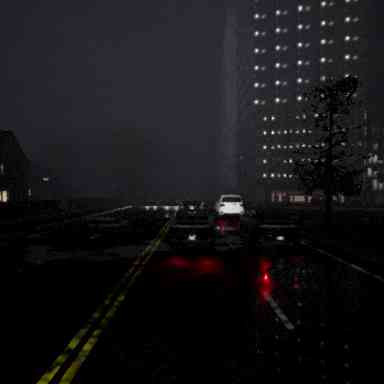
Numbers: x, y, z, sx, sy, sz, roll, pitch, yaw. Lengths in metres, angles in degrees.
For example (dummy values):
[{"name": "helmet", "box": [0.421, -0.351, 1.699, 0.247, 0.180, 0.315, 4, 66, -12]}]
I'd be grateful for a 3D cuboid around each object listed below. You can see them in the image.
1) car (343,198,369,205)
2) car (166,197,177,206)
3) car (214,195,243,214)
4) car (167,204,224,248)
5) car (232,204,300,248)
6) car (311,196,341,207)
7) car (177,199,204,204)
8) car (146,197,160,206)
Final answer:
[{"name": "car", "box": [31.048, 1.744, 63.145, 4.403, 1.369, 2.008, 0, 2, 20]}, {"name": "car", "box": [-3.249, 1.574, 55.612, 1.812, 1.442, 4.674, 0, 0, 0]}, {"name": "car", "box": [3.251, 1.253, 29.690, 2.150, 2.045, 5.566, 0, 0, 0]}, {"name": "car", "box": [0.000, 1.488, 14.655, 2.128, 1.511, 4.902, 0, 0, 0]}, {"name": "car", "box": [3.250, 1.489, 14.655, 2.128, 1.511, 4.902, 0, 0, 0]}, {"name": "car", "box": [23.014, 1.664, 57.691, 5.009, 1.841, 2.192, 0, 2, 20]}, {"name": "car", "box": [0.001, 1.361, 29.631, 2.097, 1.767, 4.553, 0, 0, 0]}, {"name": "car", "box": [-6.499, 1.616, 55.612, 2.033, 1.411, 5.357, 0, 0, 0]}]
